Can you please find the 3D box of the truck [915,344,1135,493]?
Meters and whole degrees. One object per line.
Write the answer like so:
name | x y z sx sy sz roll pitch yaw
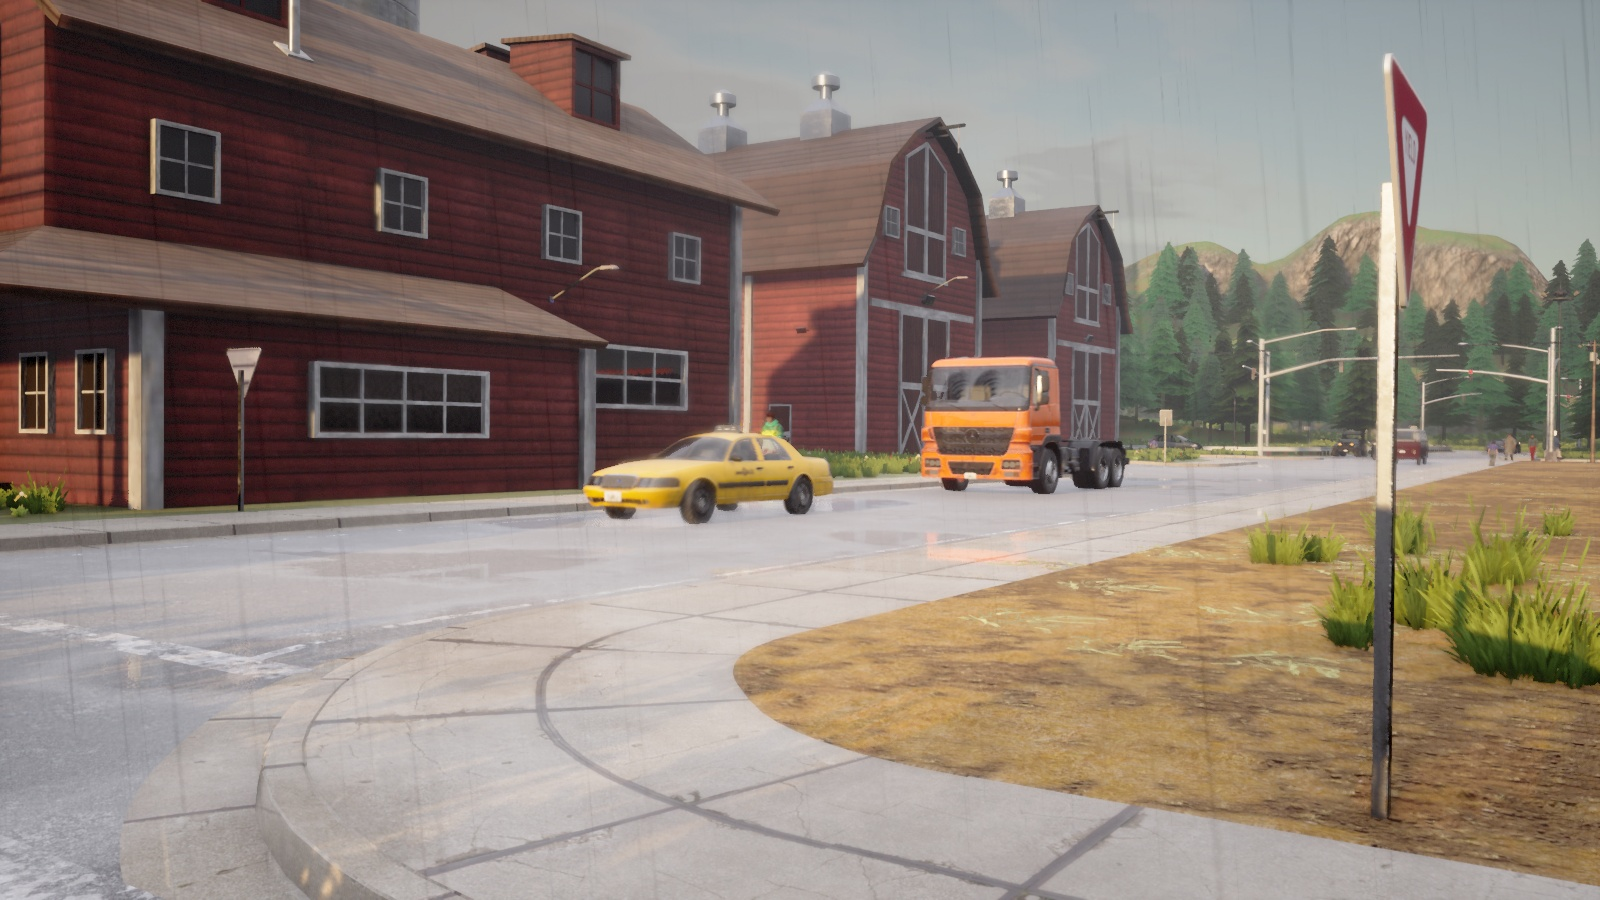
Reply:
truck | 6.178 -0.787 33.241 2.891 3.462 7.936 0 1 33

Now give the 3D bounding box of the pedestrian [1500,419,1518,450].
pedestrian | 44.736 -0.989 79.228 0.873 1.952 0.659 -1 1 -35

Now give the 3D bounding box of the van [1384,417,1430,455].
van | 33.529 -0.796 69.319 1.775 1.987 4.442 0 1 33

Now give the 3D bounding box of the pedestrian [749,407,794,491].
pedestrian | -0.672 -0.034 29.812 0.659 1.952 0.873 0 1 39

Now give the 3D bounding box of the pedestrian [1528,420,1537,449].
pedestrian | 47.005 -1.002 80.604 0.353 1.847 0.614 0 1 42

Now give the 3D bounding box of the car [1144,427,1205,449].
car | 27.907 -0.900 93.524 3.988 1.617 1.851 0 1 34

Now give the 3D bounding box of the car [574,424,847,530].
car | -1.340 0.362 21.544 1.801 1.575 5.366 0 1 33
